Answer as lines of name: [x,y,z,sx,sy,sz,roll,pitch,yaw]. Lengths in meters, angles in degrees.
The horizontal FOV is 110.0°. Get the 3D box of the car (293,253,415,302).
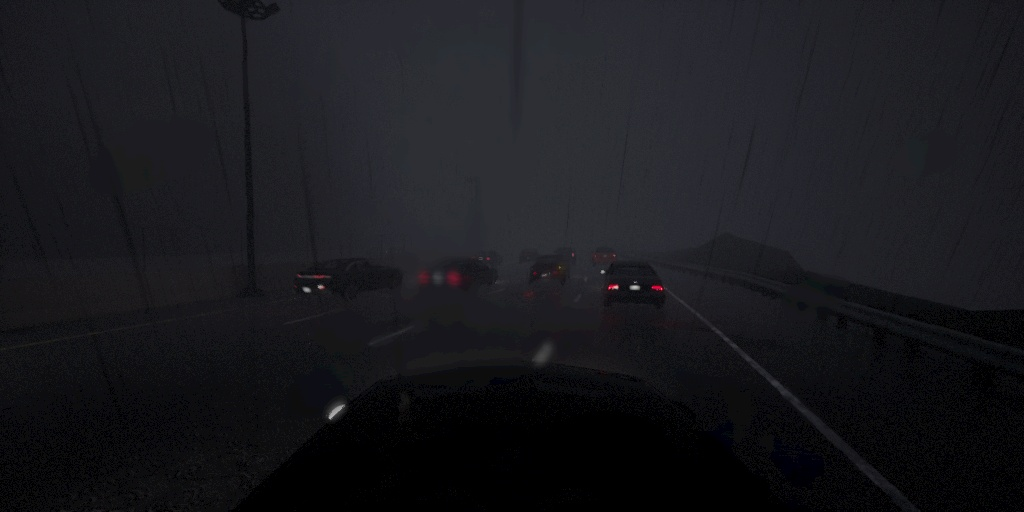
car: [-6.266,0.832,14.427,2.128,1.511,4.902,0,2,15]

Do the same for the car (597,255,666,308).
car: [4.201,0.874,12.808,2.033,1.411,5.357,0,2,15]

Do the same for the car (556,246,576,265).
car: [5.111,-0.111,34.871,2.097,1.767,4.553,0,2,9]

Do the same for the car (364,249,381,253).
car: [-21.037,-0.425,54.826,1.994,1.385,4.181,0,2,3]

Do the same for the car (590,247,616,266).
car: [8.378,-0.069,33.053,2.097,1.767,4.553,0,2,9]

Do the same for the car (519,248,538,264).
car: [1.895,-0.039,37.005,1.882,1.535,5.008,0,2,8]

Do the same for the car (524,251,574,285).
car: [2.103,0.644,19.068,1.812,1.442,4.674,0,2,13]

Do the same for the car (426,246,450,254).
car: [-10.652,-0.651,53.075,2.097,1.767,4.553,0,2,4]

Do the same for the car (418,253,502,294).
car: [-2.187,0.803,16.029,2.033,1.411,5.357,0,2,14]

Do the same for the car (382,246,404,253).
car: [-17.553,-0.658,54.545,2.097,1.767,4.553,0,2,3]

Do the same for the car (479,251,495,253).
car: [-2.217,0.202,32.979,2.033,1.411,5.357,0,2,9]

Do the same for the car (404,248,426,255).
car: [-14.108,-0.436,53.720,1.994,1.385,4.181,0,2,4]
